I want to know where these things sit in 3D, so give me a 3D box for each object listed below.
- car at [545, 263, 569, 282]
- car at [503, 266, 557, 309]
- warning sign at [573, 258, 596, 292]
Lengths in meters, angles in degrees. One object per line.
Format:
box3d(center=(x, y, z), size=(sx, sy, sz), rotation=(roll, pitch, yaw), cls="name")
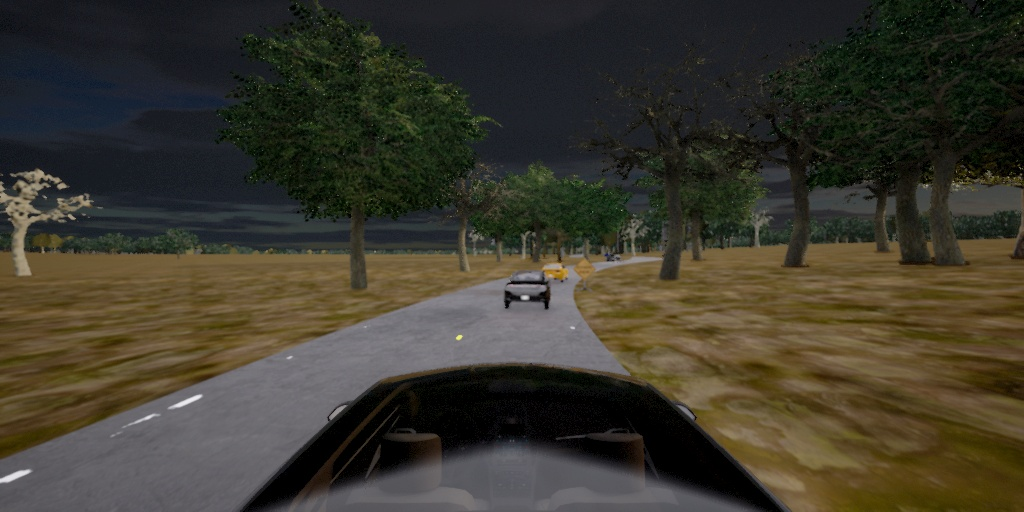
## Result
box3d(center=(3.666, 1.353, 30.604), size=(1.882, 1.535, 5.008), rotation=(0, 1, 15), cls="car")
box3d(center=(0.802, 1.376, 15.939), size=(2.128, 1.511, 4.902), rotation=(0, 0, 7), cls="car")
box3d(center=(4.086, 1.025, 20.180), size=(1.300, 1.860, 1.060), rotation=(0, 0, 10), cls="warning sign")
